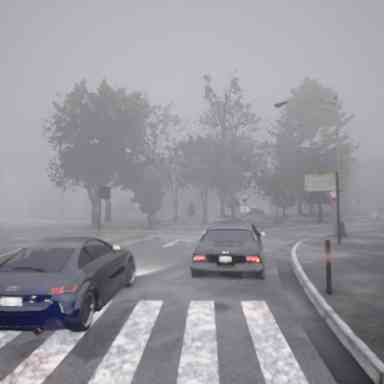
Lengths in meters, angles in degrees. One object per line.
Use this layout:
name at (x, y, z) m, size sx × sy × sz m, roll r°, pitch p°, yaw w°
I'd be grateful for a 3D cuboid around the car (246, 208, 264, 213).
car at (13.364, 4.211, 71.574) m, size 1.837 × 1.490 × 4.892 m, roll 3°, pitch -6°, yaw -34°

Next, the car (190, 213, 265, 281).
car at (1.198, 1.572, 9.939) m, size 2.033 × 1.411 × 5.357 m, roll -1°, pitch -1°, yaw 10°

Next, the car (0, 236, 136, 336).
car at (-2.532, 1.608, 6.937) m, size 1.994 × 1.385 × 4.181 m, roll -1°, pitch 0°, yaw 4°
